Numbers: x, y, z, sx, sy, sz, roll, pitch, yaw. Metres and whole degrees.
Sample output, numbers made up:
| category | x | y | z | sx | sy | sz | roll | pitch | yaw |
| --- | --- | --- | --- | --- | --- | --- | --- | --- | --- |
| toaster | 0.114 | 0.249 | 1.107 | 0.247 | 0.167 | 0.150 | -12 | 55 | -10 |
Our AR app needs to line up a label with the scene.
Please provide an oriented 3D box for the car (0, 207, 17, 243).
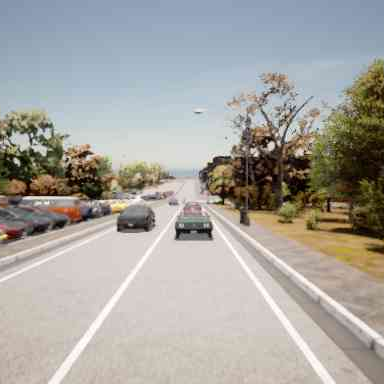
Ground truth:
| category | x | y | z | sx | sy | sz | roll | pitch | yaw |
| --- | --- | --- | --- | --- | --- | --- | --- | --- | --- |
| car | -10.089 | 1.530 | 12.872 | 5.366 | 1.575 | 1.946 | 0 | 0 | 0 |

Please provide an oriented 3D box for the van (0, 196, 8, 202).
| category | x | y | z | sx | sy | sz | roll | pitch | yaw |
| --- | --- | --- | --- | --- | --- | --- | --- | --- | --- |
| van | -23.435 | 1.425 | 37.789 | 4.442 | 1.987 | 1.878 | 0 | -1 | 0 |

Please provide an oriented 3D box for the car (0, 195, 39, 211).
| category | x | y | z | sx | sy | sz | roll | pitch | yaw |
| --- | --- | --- | --- | --- | --- | --- | --- | --- | --- |
| car | -23.339 | 1.465 | 43.453 | 5.566 | 2.045 | 2.435 | 0 | -1 | 0 |

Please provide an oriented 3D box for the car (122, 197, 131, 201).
| category | x | y | z | sx | sy | sz | roll | pitch | yaw |
| --- | --- | --- | --- | --- | --- | --- | --- | --- | --- |
| car | -10.053 | 1.649 | 37.726 | 5.366 | 1.575 | 1.946 | 0 | -1 | 0 |

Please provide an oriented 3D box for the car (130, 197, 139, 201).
| category | x | y | z | sx | sy | sz | roll | pitch | yaw |
| --- | --- | --- | --- | --- | --- | --- | --- | --- | --- |
| car | -10.045 | 1.715 | 43.399 | 5.366 | 1.575 | 1.946 | 0 | -1 | 0 |

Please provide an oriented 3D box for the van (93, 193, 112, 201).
| category | x | y | z | sx | sy | sz | roll | pitch | yaw |
| --- | --- | --- | --- | --- | --- | --- | --- | --- | --- |
| van | -23.385 | 1.227 | 87.043 | 4.442 | 1.987 | 1.878 | 1 | 0 | 0 |

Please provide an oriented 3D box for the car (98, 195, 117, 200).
| category | x | y | z | sx | sy | sz | roll | pitch | yaw |
| --- | --- | --- | --- | --- | --- | --- | --- | --- | --- |
| car | -23.502 | 1.516 | 92.501 | 4.674 | 1.452 | 2.002 | 0 | 0 | 0 |

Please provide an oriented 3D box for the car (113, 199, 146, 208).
| category | x | y | z | sx | sy | sz | roll | pitch | yaw |
| --- | --- | --- | --- | --- | --- | --- | --- | --- | --- |
| car | -10.220 | 1.850 | 54.503 | 5.008 | 1.535 | 2.097 | 0 | -1 | 0 |

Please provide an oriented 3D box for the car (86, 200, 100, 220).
| category | x | y | z | sx | sy | sz | roll | pitch | yaw |
| --- | --- | --- | --- | --- | --- | --- | --- | --- | --- |
| car | -10.284 | 1.608 | 26.754 | 4.792 | 1.488 | 2.163 | 0 | 0 | 0 |

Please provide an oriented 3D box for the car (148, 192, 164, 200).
| category | x | y | z | sx | sy | sz | roll | pitch | yaw |
| --- | --- | --- | --- | --- | --- | --- | --- | --- | --- |
| car | -10.403 | 1.483 | 87.096 | 4.792 | 1.488 | 2.163 | 0 | 0 | 0 |

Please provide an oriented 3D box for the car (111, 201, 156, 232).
| category | x | y | z | sx | sy | sz | roll | pitch | yaw |
| --- | --- | --- | --- | --- | --- | --- | --- | --- | --- |
| car | -3.363 | 1.544 | 20.714 | 1.882 | 1.535 | 5.008 | 0 | 0 | 0 |

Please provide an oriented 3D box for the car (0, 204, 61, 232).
| category | x | y | z | sx | sy | sz | roll | pitch | yaw |
| --- | --- | --- | --- | --- | --- | --- | --- | --- | --- |
| car | -10.237 | 1.581 | 18.425 | 4.792 | 1.488 | 2.163 | 0 | 0 | 0 |

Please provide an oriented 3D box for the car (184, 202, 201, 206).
| category | x | y | z | sx | sy | sz | roll | pitch | yaw |
| --- | --- | --- | --- | --- | --- | --- | --- | --- | --- |
| car | 0.047 | 1.708 | 35.736 | 1.994 | 1.385 | 4.181 | 0 | 0 | 0 |

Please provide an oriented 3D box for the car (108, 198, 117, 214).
| category | x | y | z | sx | sy | sz | roll | pitch | yaw |
| --- | --- | --- | --- | --- | --- | --- | --- | --- | --- |
| car | -10.240 | 1.606 | 32.306 | 4.892 | 1.521 | 2.231 | 0 | -1 | 0 |

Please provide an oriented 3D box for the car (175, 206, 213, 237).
| category | x | y | z | sx | sy | sz | roll | pitch | yaw |
| --- | --- | --- | --- | --- | --- | --- | --- | --- | --- |
| car | 0.090 | 1.656 | 18.263 | 1.895 | 1.301 | 4.718 | 0 | 0 | 0 |

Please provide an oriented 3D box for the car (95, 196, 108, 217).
| category | x | y | z | sx | sy | sz | roll | pitch | yaw |
| --- | --- | --- | --- | --- | --- | --- | --- | --- | --- |
| car | -10.282 | 1.464 | 29.528 | 4.553 | 1.767 | 2.185 | 0 | 0 | 0 |

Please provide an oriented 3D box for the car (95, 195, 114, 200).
| category | x | y | z | sx | sy | sz | roll | pitch | yaw |
| --- | --- | --- | --- | --- | --- | --- | --- | --- | --- |
| car | -23.508 | 1.503 | 89.716 | 4.674 | 1.452 | 2.002 | 0 | 0 | 0 |

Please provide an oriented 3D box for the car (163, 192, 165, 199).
| category | x | y | z | sx | sy | sz | roll | pitch | yaw |
| --- | --- | --- | --- | --- | --- | --- | --- | --- | --- |
| car | -10.455 | 1.496 | 89.880 | 4.792 | 1.488 | 2.163 | 0 | 0 | 0 |

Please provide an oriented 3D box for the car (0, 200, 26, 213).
| category | x | y | z | sx | sy | sz | roll | pitch | yaw |
| --- | --- | --- | --- | --- | --- | --- | --- | --- | --- |
| car | -23.286 | 1.713 | 40.680 | 4.792 | 1.488 | 2.163 | 0 | -1 | 0 |

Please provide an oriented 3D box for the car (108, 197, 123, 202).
| category | x | y | z | sx | sy | sz | roll | pitch | yaw |
| --- | --- | --- | --- | --- | --- | --- | --- | --- | --- |
| car | -10.428 | 1.623 | 35.074 | 5.366 | 1.575 | 1.946 | 0 | -1 | 0 |

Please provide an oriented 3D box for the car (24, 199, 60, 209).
| category | x | y | z | sx | sy | sz | roll | pitch | yaw |
| --- | --- | --- | --- | --- | --- | --- | --- | --- | --- |
| car | -23.296 | 1.855 | 51.758 | 4.674 | 1.452 | 2.002 | 0 | -1 | 0 |

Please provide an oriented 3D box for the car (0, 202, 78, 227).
| category | x | y | z | sx | sy | sz | roll | pitch | yaw |
| --- | --- | --- | --- | --- | --- | --- | --- | --- | --- |
| car | -10.233 | 1.590 | 21.201 | 4.792 | 1.488 | 2.163 | 0 | 0 | 0 |

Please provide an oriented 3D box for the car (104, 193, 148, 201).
| category | x | y | z | sx | sy | sz | roll | pitch | yaw |
| --- | --- | --- | --- | --- | --- | --- | --- | --- | --- |
| car | -10.247 | 1.566 | 51.730 | 5.566 | 2.045 | 2.435 | 0 | -1 | 0 |

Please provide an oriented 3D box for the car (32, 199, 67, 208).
| category | x | y | z | sx | sy | sz | roll | pitch | yaw |
| --- | --- | --- | --- | --- | --- | --- | --- | --- | --- |
| car | -23.265 | 1.878 | 54.528 | 4.792 | 1.488 | 2.163 | 0 | -1 | 0 |

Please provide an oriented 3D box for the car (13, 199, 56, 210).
| category | x | y | z | sx | sy | sz | roll | pitch | yaw |
| --- | --- | --- | --- | --- | --- | --- | --- | --- | --- |
| car | -23.117 | 1.779 | 48.988 | 5.366 | 1.575 | 1.946 | 0 | -1 | 0 |

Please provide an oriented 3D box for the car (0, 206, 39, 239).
| category | x | y | z | sx | sy | sz | roll | pitch | yaw |
| --- | --- | --- | --- | --- | --- | --- | --- | --- | --- |
| car | -10.241 | 1.572 | 15.649 | 4.792 | 1.488 | 2.163 | 0 | 0 | 0 |

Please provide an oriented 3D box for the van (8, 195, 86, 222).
| category | x | y | z | sx | sy | sz | roll | pitch | yaw |
| --- | --- | --- | --- | --- | --- | --- | --- | --- | --- |
| van | -10.375 | 1.344 | 23.978 | 4.442 | 1.987 | 1.878 | 0 | 0 | 0 |

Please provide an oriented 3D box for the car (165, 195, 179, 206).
| category | x | y | z | sx | sy | sz | roll | pitch | yaw |
| --- | --- | --- | --- | --- | --- | --- | --- | --- | --- |
| car | -3.475 | 1.851 | 62.737 | 1.812 | 1.442 | 4.674 | 0 | 0 | 0 |

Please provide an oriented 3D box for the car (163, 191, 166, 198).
| category | x | y | z | sx | sy | sz | roll | pitch | yaw |
| --- | --- | --- | --- | --- | --- | --- | --- | --- | --- |
| car | -10.451 | 1.353 | 92.666 | 4.553 | 1.767 | 2.185 | 0 | 0 | 0 |

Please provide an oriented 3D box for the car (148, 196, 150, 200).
| category | x | y | z | sx | sy | sz | roll | pitch | yaw |
| --- | --- | --- | --- | --- | --- | --- | --- | --- | --- |
| car | -10.181 | 1.913 | 57.279 | 4.792 | 1.488 | 2.163 | 0 | -1 | 0 |

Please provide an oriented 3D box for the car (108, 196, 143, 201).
| category | x | y | z | sx | sy | sz | roll | pitch | yaw |
| --- | --- | --- | --- | --- | --- | --- | --- | --- | --- |
| car | -10.408 | 1.781 | 48.952 | 5.366 | 1.575 | 1.946 | 0 | -1 | 0 |
